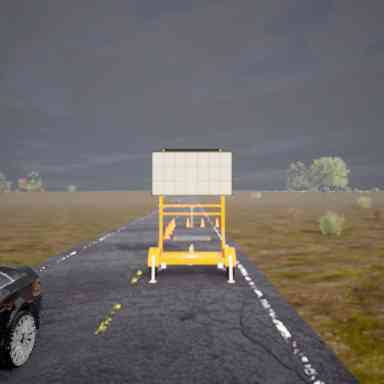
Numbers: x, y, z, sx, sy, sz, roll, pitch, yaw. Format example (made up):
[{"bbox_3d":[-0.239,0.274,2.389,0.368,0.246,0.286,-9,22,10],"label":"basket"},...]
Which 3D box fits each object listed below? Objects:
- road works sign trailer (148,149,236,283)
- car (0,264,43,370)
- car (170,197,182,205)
[{"bbox_3d":[0.000,0.525,9.876,2.380,3.560,2.880,0,0,0],"label":"road works sign trailer"},{"bbox_3d":[-3.096,1.511,2.945,2.128,1.511,4.902,0,0,0],"label":"car"},{"bbox_3d":[-3.004,1.739,63.674,2.097,1.767,4.553,0,0,0],"label":"car"}]
